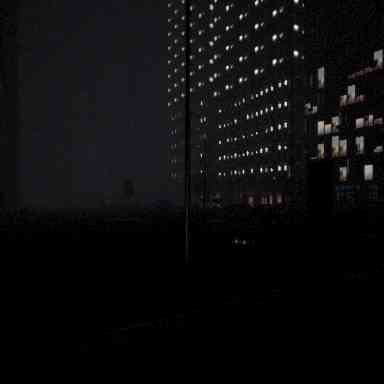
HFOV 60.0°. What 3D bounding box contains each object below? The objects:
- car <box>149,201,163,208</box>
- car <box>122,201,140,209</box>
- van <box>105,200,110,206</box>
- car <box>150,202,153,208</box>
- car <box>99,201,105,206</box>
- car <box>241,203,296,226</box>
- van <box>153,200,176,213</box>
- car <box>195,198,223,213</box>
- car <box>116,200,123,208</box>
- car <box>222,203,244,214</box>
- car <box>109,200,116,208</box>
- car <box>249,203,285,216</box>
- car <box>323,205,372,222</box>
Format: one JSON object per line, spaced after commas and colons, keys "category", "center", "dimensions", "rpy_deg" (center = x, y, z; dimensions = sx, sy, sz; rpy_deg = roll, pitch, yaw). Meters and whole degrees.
{"category": "car", "center": [-8.213, 2.808, 75.171], "dimensions": [1.802, 1.307, 4.206], "rpy_deg": [-1, -1, -26]}
{"category": "car", "center": [-10.897, 2.525, 61.404], "dimensions": [2.008, 1.369, 4.403], "rpy_deg": [-1, -1, -26]}
{"category": "van", "center": [-18.206, 2.634, 76.615], "dimensions": [1.690, 1.788, 3.998], "rpy_deg": [-1, -1, -26]}
{"category": "car", "center": [-7.024, 2.538, 66.730], "dimensions": [1.882, 1.535, 5.008], "rpy_deg": [0, -2, -26]}
{"category": "car", "center": [-23.073, 3.053, 86.751], "dimensions": [1.887, 1.381, 4.507], "rpy_deg": [-1, -1, -26]}
{"category": "car", "center": [6.150, 1.813, 25.916], "dimensions": [2.008, 1.369, 4.403], "rpy_deg": [-1, -1, -26]}
{"category": "van", "center": [-3.595, 2.005, 46.198], "dimensions": [1.690, 1.788, 3.998], "rpy_deg": [-1, -1, -26]}
{"category": "car", "center": [2.420, 1.880, 47.082], "dimensions": [2.150, 2.045, 5.566], "rpy_deg": [0, -1, -26]}
{"category": "car", "center": [-13.259, 2.602, 66.321], "dimensions": [1.752, 1.417, 4.829], "rpy_deg": [-1, -1, -26]}
{"category": "car", "center": [6.398, 2.168, 44.754], "dimensions": [1.947, 1.339, 4.313], "rpy_deg": [-1, -1, -26]}
{"category": "car", "center": [-15.768, 2.731, 71.544], "dimensions": [1.887, 1.381, 4.507], "rpy_deg": [-1, -1, -26]}
{"category": "car", "center": [8.834, 2.068, 39.684], "dimensions": [1.947, 1.339, 4.313], "rpy_deg": [-1, -1, -26]}
{"category": "car", "center": [13.704, 1.854, 29.544], "dimensions": [2.008, 1.369, 4.403], "rpy_deg": [-1, -1, -26]}
